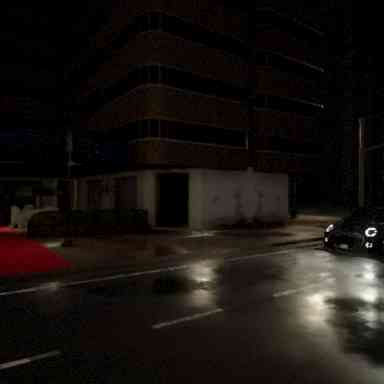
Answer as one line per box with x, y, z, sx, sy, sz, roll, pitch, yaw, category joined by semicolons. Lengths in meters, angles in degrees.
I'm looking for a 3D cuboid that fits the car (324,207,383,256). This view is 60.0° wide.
7.423;1.424;13.501;4.553;1.767;2.097;0;0;-35;car
